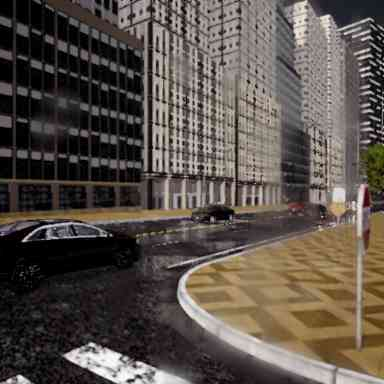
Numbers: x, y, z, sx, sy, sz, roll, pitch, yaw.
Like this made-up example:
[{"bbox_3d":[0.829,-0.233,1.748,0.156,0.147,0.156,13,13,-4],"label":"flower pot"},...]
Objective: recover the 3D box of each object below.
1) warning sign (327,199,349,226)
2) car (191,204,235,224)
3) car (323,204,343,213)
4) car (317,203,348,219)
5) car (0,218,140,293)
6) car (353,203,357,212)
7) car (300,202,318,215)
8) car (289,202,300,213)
[{"bbox_3d":[10.728,1.485,24.417,1.300,1.860,1.060,1,1,35],"label":"warning sign"},{"bbox_3d":[1.841,1.803,28.214,1.882,1.535,5.008,0,-1,35],"label":"car"},{"bbox_3d":[21.522,2.463,50.642,1.895,1.301,4.718,0,-1,35],"label":"car"},{"bbox_3d":[15.802,2.088,36.553,2.128,1.511,4.902,0,-1,35],"label":"car"},{"bbox_3d":[-3.458,1.455,8.849,2.128,1.511,4.902,1,-1,35],"label":"car"},{"bbox_3d":[26.645,2.418,52.140,1.882,1.535,5.008,0,-1,35],"label":"car"},{"bbox_3d":[15.678,2.182,42.164,1.837,1.490,4.892,0,-1,35],"label":"car"},{"bbox_3d":[15.369,2.228,47.506,1.882,1.535,5.008,0,-1,35],"label":"car"}]
